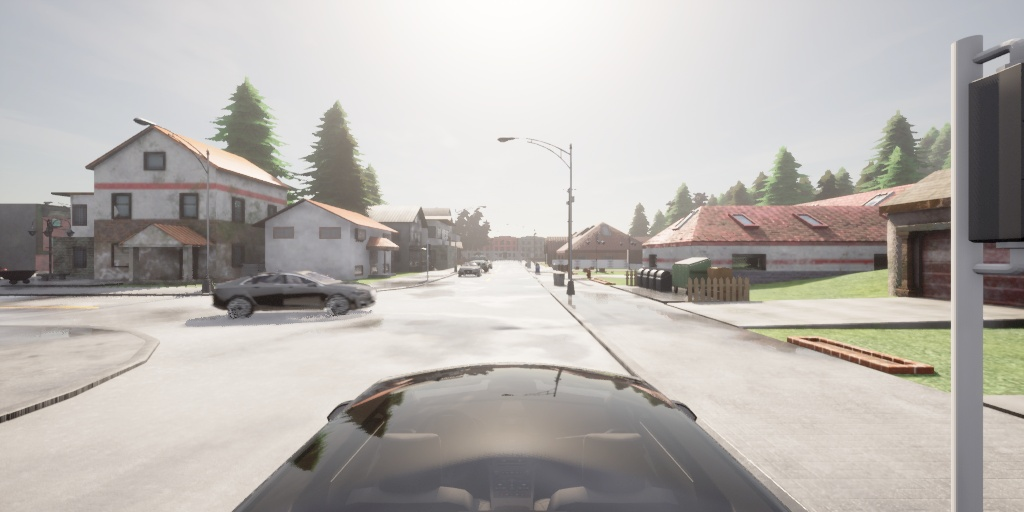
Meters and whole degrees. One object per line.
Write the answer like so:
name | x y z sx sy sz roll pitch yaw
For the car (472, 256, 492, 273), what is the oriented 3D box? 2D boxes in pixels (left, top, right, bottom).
car | -4.086 0.968 44.596 2.150 2.045 5.566 0 0 0

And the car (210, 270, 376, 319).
car | -7.290 1.242 12.312 4.902 1.511 2.128 0 0 -10

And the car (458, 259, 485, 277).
car | -4.089 1.314 35.454 1.994 1.385 4.181 0 0 0
